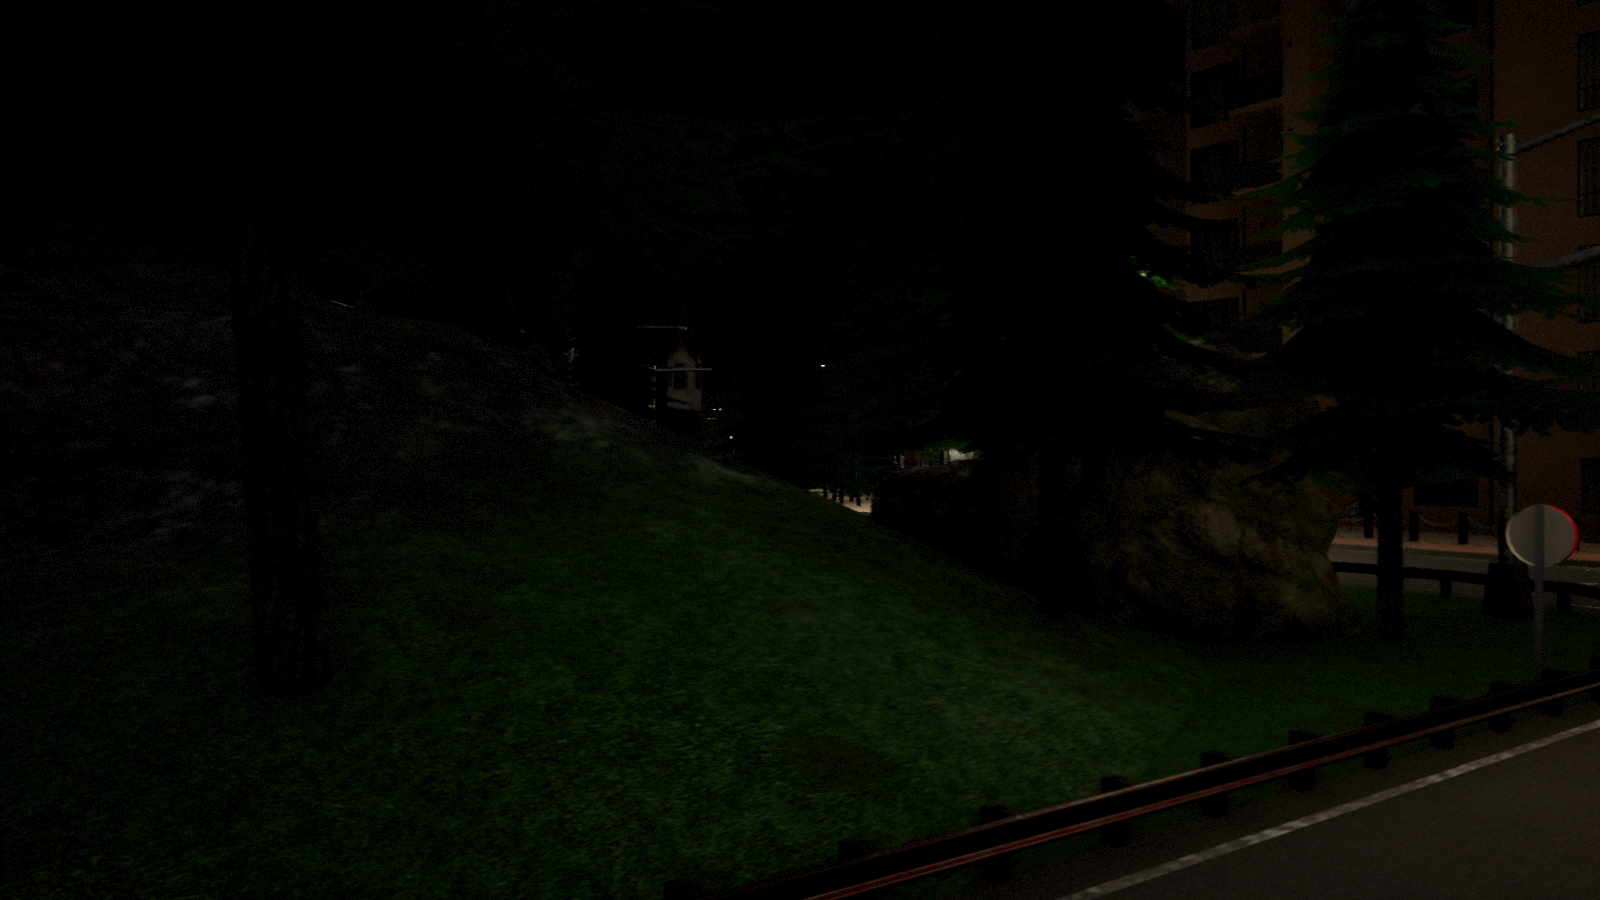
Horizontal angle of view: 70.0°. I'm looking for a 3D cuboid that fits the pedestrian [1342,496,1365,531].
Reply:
[{"bbox_3d":[17.900,2.060,36.962,0.500,1.100,0.500,0,0,-34],"label":"pedestrian"}]
